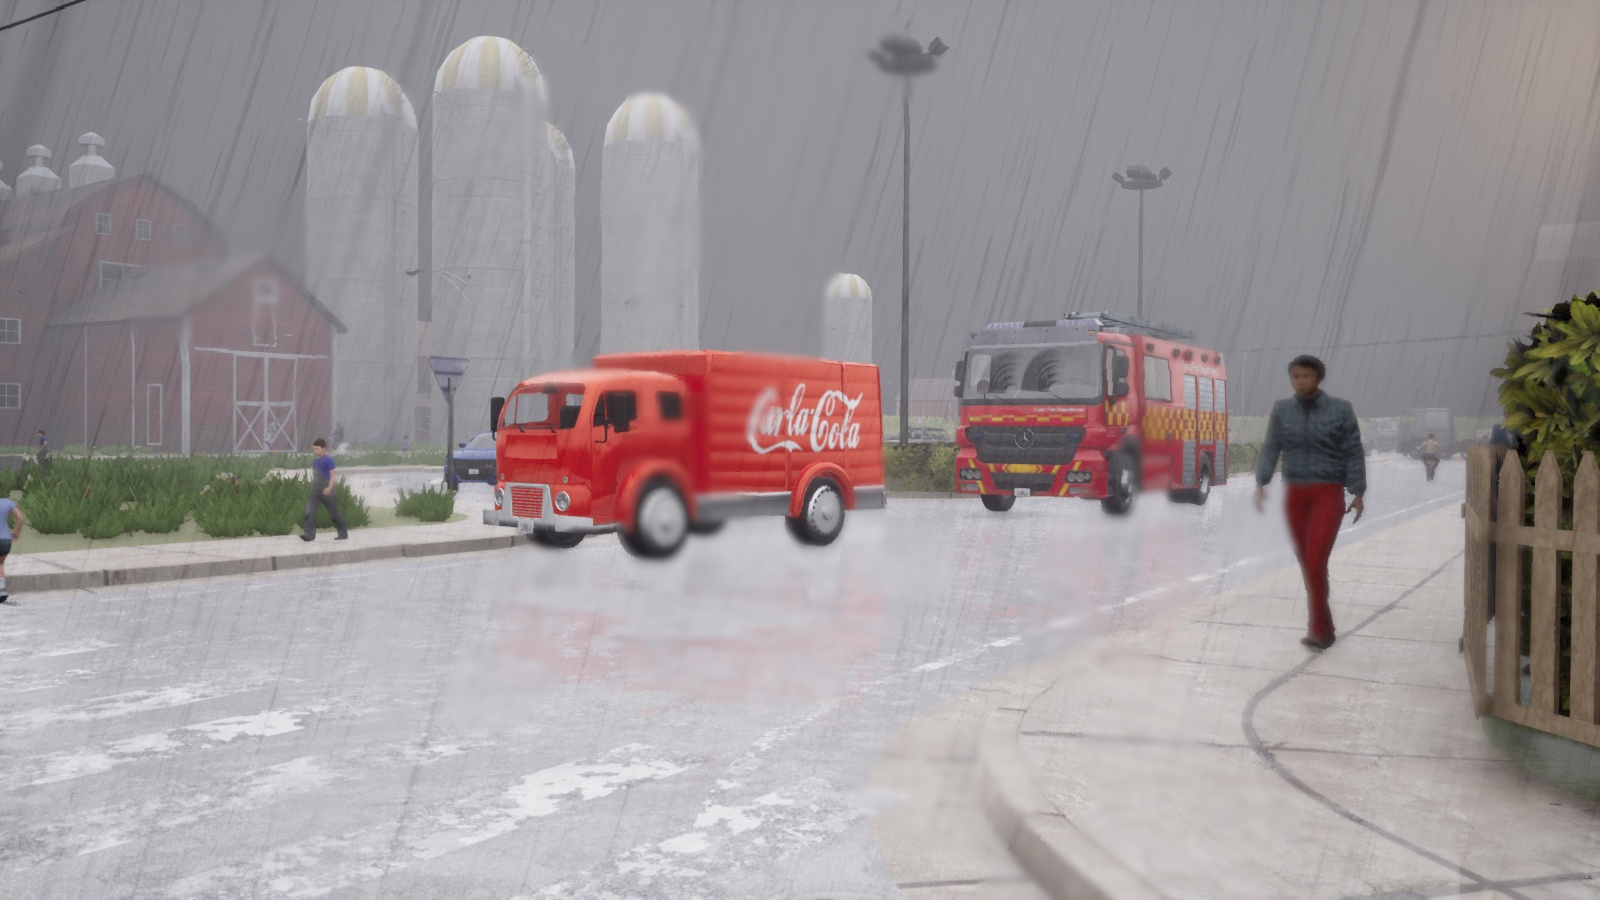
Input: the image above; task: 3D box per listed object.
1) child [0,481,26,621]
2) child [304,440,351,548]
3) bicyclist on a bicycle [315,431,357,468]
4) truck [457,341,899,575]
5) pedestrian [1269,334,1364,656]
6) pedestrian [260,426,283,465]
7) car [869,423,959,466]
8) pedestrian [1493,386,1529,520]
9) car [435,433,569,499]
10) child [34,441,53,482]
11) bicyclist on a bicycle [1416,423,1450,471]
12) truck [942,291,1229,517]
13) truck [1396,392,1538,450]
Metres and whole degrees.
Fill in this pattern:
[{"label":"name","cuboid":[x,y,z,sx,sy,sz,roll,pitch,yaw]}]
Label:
[{"label":"child","cuboid":[-6.530,0.816,10.223,0.394,1.110,0.255,0,1,39]},{"label":"child","cuboid":[-5.605,0.514,14.897,0.270,1.263,0.437,0,1,26]},{"label":"bicyclist on a bicycle","cuboid":[-22.441,-0.025,60.780,0.659,1.776,1.843,0,1,33]},{"label":"truck","cuboid":[-1.363,0.035,16.064,2.627,2.467,5.204,0,1,41]},{"label":"pedestrian","cuboid":[3.115,0.255,7.559,0.353,1.847,0.614,0,1,40]},{"label":"pedestrian","cuboid":[-26.628,-0.236,63.296,0.873,1.952,0.659,-1,1,-40]},{"label":"car","cuboid":[5.101,-0.257,55.641,1.932,1.855,4.605,0,1,34]},{"label":"pedestrian","cuboid":[10.539,0.037,18.613,0.423,1.949,0.788,0,1,33]},{"label":"car","cuboid":[-7.476,0.339,32.053,1.882,1.535,5.008,0,1,5]},{"label":"child","cuboid":[-23.554,0.346,39.099,0.437,1.263,0.270,-1,1,-37]},{"label":"bicyclist on a bicycle","cuboid":[21.477,-0.108,42.585,0.866,1.612,1.509,0,1,34]},{"label":"truck","cuboid":[6.125,-0.838,25.571,2.891,3.827,8.468,0,1,33]},{"label":"truck","cuboid":[42.053,-1.772,79.487,2.891,3.462,7.936,-1,1,-23]}]
